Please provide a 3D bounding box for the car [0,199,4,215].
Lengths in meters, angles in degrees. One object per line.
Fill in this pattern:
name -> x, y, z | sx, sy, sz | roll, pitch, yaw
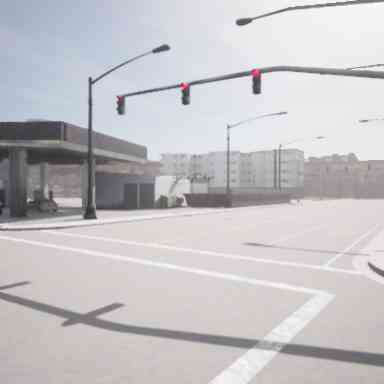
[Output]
car -> -18.273, 1.147, 28.836 | 4.611, 1.667, 2.242 | 0, 0, 36

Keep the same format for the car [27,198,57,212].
car -> -15.558, 1.305, 33.956 | 3.806, 1.475, 1.970 | 0, 0, 36
